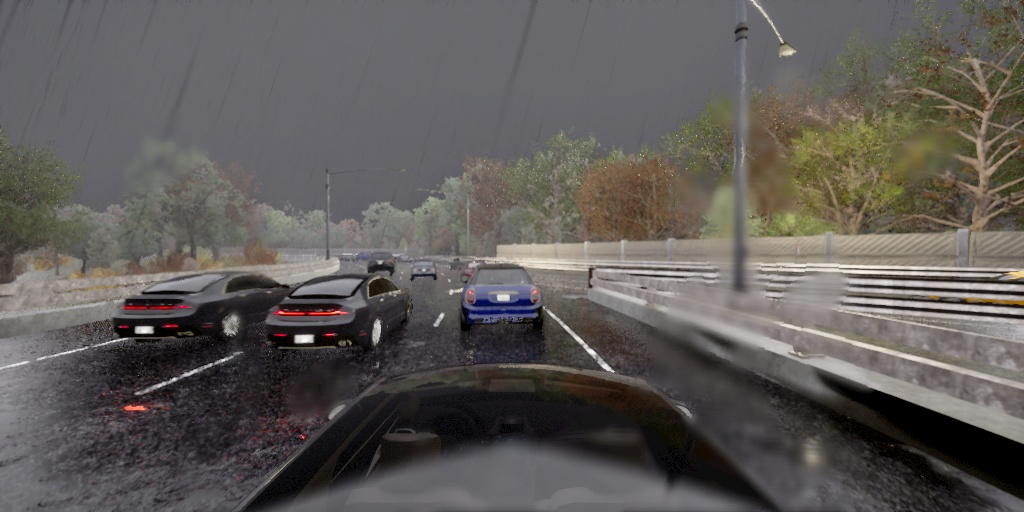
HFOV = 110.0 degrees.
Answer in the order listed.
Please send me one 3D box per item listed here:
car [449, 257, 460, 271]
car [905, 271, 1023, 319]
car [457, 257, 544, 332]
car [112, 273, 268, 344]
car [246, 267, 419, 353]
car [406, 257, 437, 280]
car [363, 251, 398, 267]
[{"bbox_3d":[-5.146,0.856,37.258,1.837,1.490,4.892,-1,1,-27],"label":"car"},{"bbox_3d":[14.950,1.167,10.266,5.008,1.535,1.882,-1,0,44],"label":"car"},{"bbox_3d":[-0.434,1.001,10.717,2.097,1.767,4.553,0,1,-6],"label":"car"},{"bbox_3d":[-7.312,1.171,9.379,1.837,1.490,4.892,0,0,-4],"label":"car"},{"bbox_3d":[-3.750,1.178,8.649,1.837,1.490,4.892,0,0,-3],"label":"car"},{"bbox_3d":[-6.716,1.015,27.312,2.033,1.411,5.357,0,1,-14],"label":"car"},{"bbox_3d":[-11.680,0.637,32.186,2.150,2.045,5.566,0,1,-17],"label":"car"}]
